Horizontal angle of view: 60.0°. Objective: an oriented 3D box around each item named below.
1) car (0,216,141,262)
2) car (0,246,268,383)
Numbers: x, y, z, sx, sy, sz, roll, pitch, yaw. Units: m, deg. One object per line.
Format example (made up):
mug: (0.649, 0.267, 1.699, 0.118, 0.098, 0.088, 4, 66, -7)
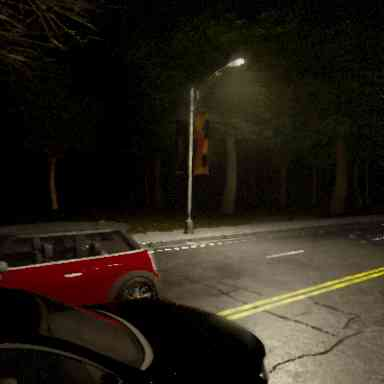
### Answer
car: (-2.855, 1.350, 5.640, 4.553, 1.767, 2.097, 0, 0, -35)
car: (-1.581, 1.478, 2.313, 5.008, 1.535, 1.882, 0, 0, -36)
